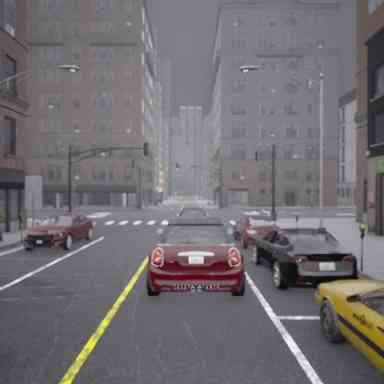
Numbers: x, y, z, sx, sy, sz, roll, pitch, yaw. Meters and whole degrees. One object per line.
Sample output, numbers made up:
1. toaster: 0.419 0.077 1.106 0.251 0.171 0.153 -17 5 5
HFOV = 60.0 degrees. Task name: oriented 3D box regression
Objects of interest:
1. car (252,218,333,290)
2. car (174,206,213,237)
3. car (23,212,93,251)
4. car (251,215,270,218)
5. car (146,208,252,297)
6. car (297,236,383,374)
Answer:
1. car: 2.850 1.619 9.093 1.947 1.339 4.313 -1 0 0
2. car: 0.059 1.663 20.091 2.033 1.411 5.357 0 0 0
3. car: -5.705 1.629 14.661 1.887 1.381 4.507 -1 0 0
4. car: 2.840 1.667 14.679 1.802 1.307 4.206 -1 0 0
5. car: 0.083 1.405 8.859 2.097 1.767 4.553 0 0 0
6. car: 2.860 1.547 3.677 1.752 1.417 4.829 -1 0 0
